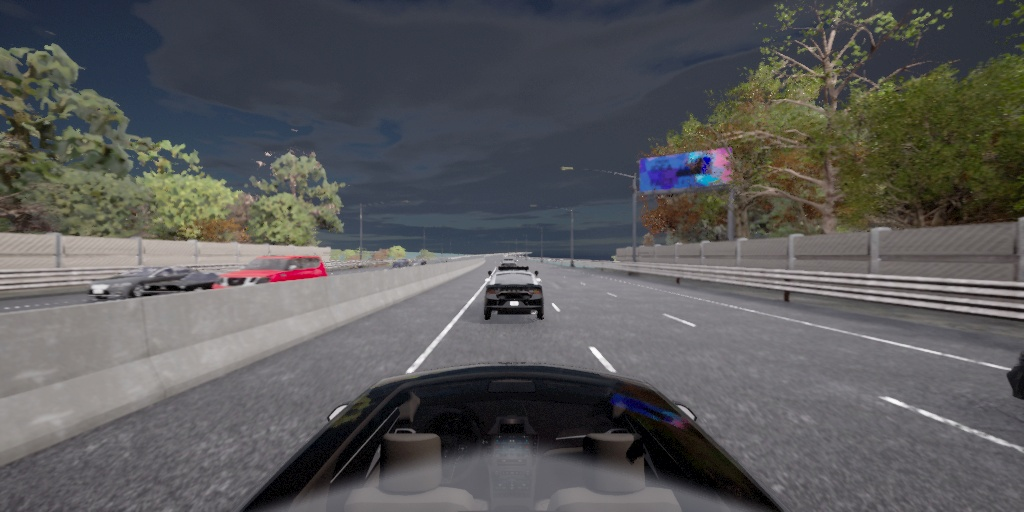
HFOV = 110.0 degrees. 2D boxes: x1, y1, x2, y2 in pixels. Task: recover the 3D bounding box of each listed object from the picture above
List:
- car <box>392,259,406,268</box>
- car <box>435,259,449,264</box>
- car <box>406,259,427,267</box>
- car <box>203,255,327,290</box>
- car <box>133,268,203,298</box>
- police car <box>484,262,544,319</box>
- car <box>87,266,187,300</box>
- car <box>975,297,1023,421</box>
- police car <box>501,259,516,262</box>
[{"bbox_3d":[-18.518,1.274,60.134,2.033,1.411,5.357,0,0,-1],"label":"car"},{"bbox_3d":[-11.499,1.230,59.011,1.837,1.490,4.892,0,0,-1],"label":"car"},{"bbox_3d":[-14.970,1.221,57.828,2.128,1.511,4.902,0,0,-1],"label":"car"},{"bbox_3d":[-10.674,0.974,16.486,2.150,2.045,5.566,0,0,-1],"label":"car"},{"bbox_3d":[-14.177,1.354,16.746,1.895,1.301,4.718,0,0,-1],"label":"car"},{"bbox_3d":[0.051,1.175,13.015,1.930,1.638,5.238,0,0,0],"label":"police car"},{"bbox_3d":[-17.687,1.245,17.752,2.128,1.511,4.902,0,0,-1],"label":"car"},{"bbox_3d":[7.093,1.274,2.451,1.812,1.442,4.674,0,0,0],"label":"car"},{"bbox_3d":[-0.427,1.164,43.958,1.930,1.638,5.238,0,0,-1],"label":"police car"}]
